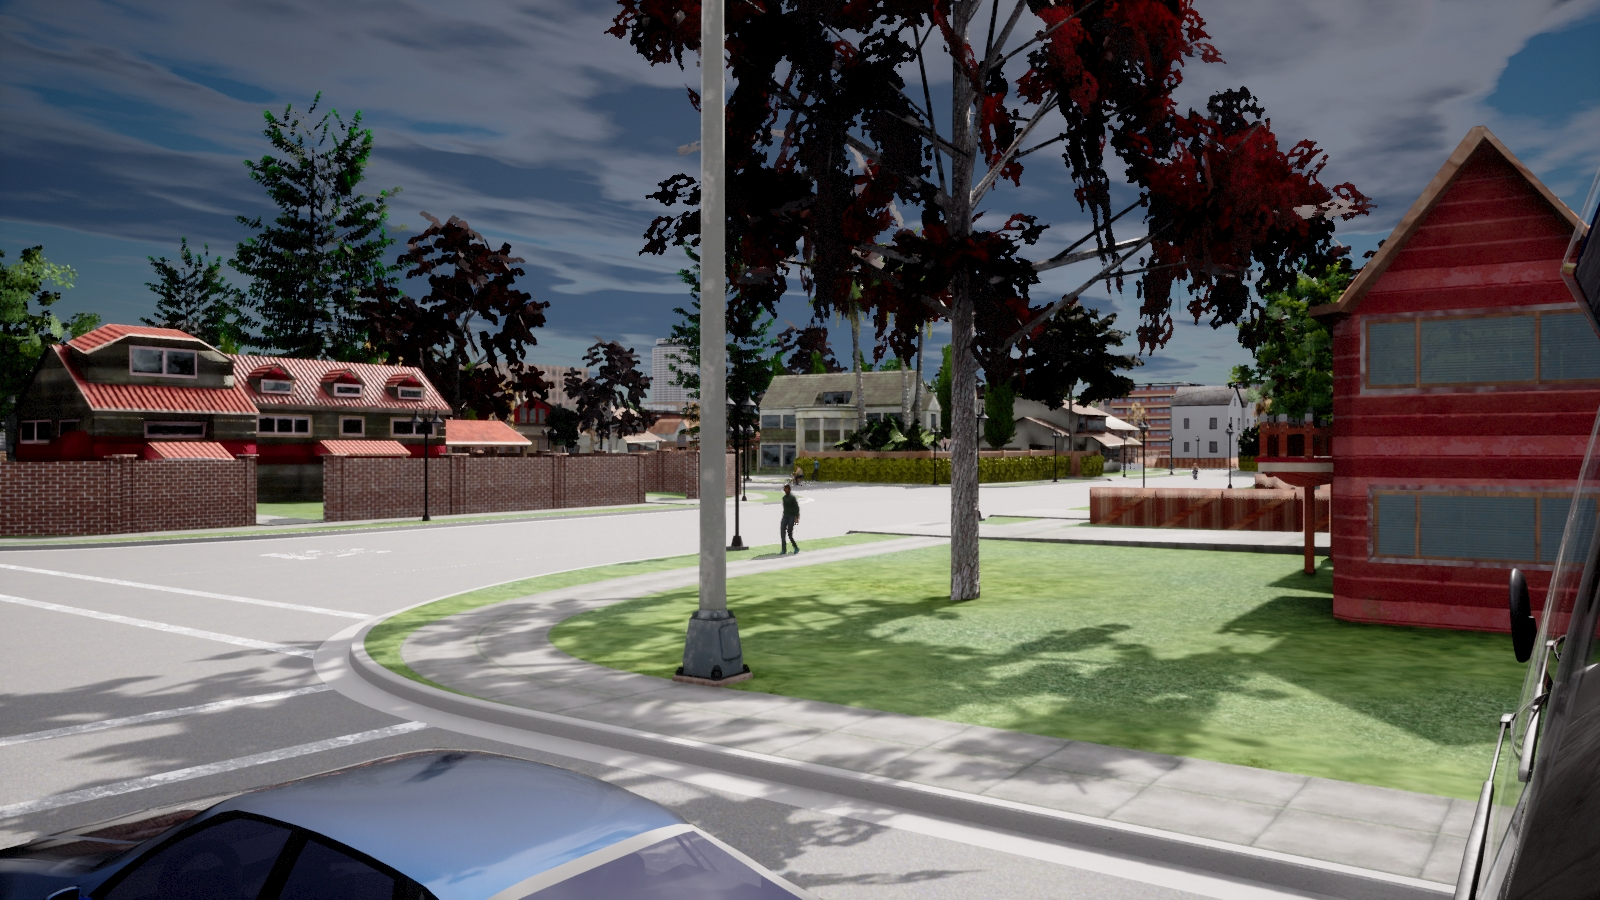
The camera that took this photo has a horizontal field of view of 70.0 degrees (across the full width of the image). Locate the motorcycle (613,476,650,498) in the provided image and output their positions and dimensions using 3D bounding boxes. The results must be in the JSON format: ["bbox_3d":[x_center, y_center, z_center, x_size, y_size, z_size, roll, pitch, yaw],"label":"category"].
[{"bbox_3d":[-10.045,2.205,68.203,0.867,1.251,2.209,0,0,34],"label":"motorcycle"}]

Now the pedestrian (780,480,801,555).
[{"bbox_3d":[-0.246,1.704,28.908,0.375,1.860,0.375,0,0,35],"label":"pedestrian"}]

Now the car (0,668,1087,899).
[{"bbox_3d":[-1.713,2.106,4.943,5.357,1.411,2.033,0,0,36],"label":"car"}]

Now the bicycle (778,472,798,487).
[{"bbox_3d":[-0.922,2.256,87.660,0.859,1.080,1.487,0,0,34],"label":"bicycle"}]
